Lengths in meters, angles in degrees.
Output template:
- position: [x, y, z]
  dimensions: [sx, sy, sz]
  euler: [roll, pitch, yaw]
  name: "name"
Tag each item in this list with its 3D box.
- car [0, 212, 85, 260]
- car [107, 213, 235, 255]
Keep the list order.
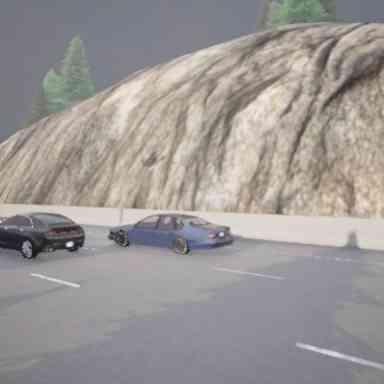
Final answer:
- position: [-6.101, 1.522, 12.645]
  dimensions: [4.892, 1.490, 1.837]
  euler: [0, 0, 36]
  name: "car"
- position: [-0.987, 1.560, 13.296]
  dimensions: [5.357, 1.411, 2.033]
  euler: [0, 0, 36]
  name: "car"
